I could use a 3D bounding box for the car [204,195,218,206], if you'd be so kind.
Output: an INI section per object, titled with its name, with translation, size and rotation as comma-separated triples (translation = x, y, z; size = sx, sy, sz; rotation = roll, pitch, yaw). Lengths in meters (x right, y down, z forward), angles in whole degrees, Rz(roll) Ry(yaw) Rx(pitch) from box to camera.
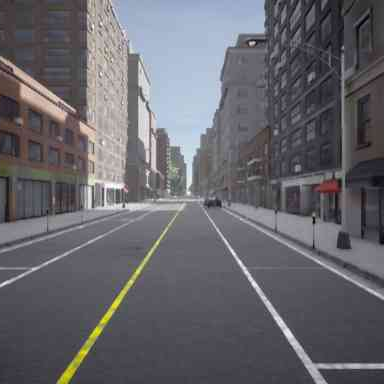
[car]
translation = 3.113, 1.364, 54.703
size = 2.097, 1.767, 4.553
rotation = 0, 0, 0

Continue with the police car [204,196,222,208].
[police car]
translation = 3.134, 1.427, 47.843
size = 1.930, 1.638, 5.238
rotation = 0, 0, 0
